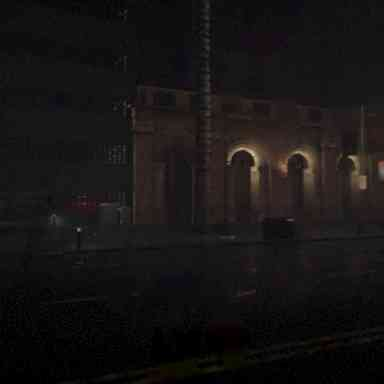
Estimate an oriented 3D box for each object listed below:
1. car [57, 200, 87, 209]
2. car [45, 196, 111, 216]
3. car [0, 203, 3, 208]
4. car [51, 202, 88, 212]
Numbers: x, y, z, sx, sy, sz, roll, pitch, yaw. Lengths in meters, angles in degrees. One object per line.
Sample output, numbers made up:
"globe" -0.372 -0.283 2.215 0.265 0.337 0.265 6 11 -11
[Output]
"car" -20.543 2.111 57.200 4.786 1.482 2.161 1 -1 -20
"car" -9.782 1.387 29.094 5.566 2.045 2.435 1 -1 -20
"car" -30.575 1.857 49.135 4.674 1.452 2.002 1 -1 -20
"car" -16.938 2.025 46.167 4.718 1.301 1.895 1 -1 -20
